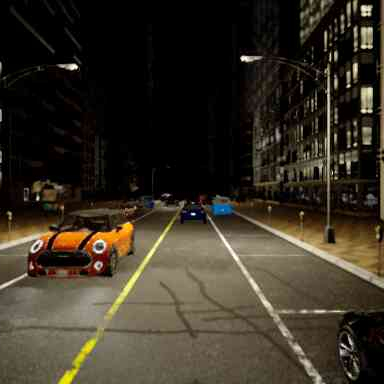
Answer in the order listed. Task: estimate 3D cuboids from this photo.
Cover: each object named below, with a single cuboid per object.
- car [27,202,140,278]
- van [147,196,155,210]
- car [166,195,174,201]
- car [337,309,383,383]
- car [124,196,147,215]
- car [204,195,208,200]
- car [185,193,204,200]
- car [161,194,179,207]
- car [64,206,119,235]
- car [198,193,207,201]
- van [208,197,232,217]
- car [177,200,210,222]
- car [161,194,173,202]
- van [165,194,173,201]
[{"bbox_3d":[-3.100,1.352,10.202,2.097,1.767,4.553,0,0,0],"label":"car"},{"bbox_3d":[-5.695,1.336,42.114,1.690,1.788,3.998,0,0,0],"label":"van"},{"bbox_3d":[-5.698,1.507,87.460,1.887,1.381,4.507,0,0,0],"label":"car"},{"bbox_3d":[2.689,1.566,2.436,1.947,1.339,4.313,0,0,0],"label":"car"},{"bbox_3d":[-5.694,1.438,30.777,1.967,1.590,4.097,0,0,0],"label":"car"},{"bbox_3d":[2.685,1.535,53.451,1.887,1.381,4.507,0,0,0],"label":"car"},{"bbox_3d":[0.098,1.347,42.388,2.097,1.767,4.553,0,0,0],"label":"car"},{"bbox_3d":[-3.078,1.344,51.145,2.097,1.767,4.553,0,0,0],"label":"car"},{"bbox_3d":[-5.693,1.566,19.441,1.947,1.339,4.313,0,0,0],"label":"car"},{"bbox_3d":[2.683,1.277,87.459,2.192,1.841,5.009,0,0,0],"label":"car"},{"bbox_3d":[2.686,1.339,30.777,1.690,1.788,3.998,0,0,0],"label":"van"},{"bbox_3d":[0.098,1.563,26.067,1.994,1.385,4.181,0,0,0],"label":"car"},{"bbox_3d":[-5.697,1.290,76.123,2.192,1.841,5.009,0,0,0],"label":"car"},{"bbox_3d":[-5.697,1.310,81.792,1.690,1.788,3.998,0,0,0],"label":"van"}]
